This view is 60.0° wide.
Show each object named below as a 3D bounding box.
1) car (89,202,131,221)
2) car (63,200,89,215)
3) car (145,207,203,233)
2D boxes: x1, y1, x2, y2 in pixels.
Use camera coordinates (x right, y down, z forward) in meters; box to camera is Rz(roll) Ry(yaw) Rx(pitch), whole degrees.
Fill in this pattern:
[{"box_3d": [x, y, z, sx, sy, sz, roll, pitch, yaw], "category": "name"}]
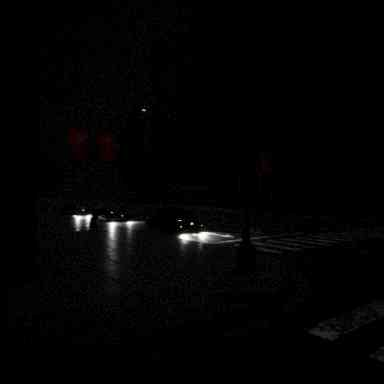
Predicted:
[{"box_3d": [-6.905, 1.619, 28.359, 1.812, 1.442, 4.674, 0, 0, -36], "category": "car"}, {"box_3d": [-12.671, 1.622, 36.395, 2.128, 1.511, 4.902, 0, 0, -35], "category": "car"}, {"box_3d": [-1.169, 1.619, 20.372, 1.994, 1.385, 4.181, 0, 0, -36], "category": "car"}]
